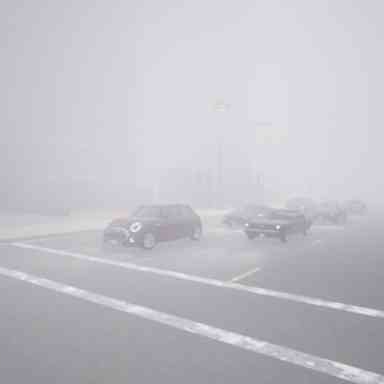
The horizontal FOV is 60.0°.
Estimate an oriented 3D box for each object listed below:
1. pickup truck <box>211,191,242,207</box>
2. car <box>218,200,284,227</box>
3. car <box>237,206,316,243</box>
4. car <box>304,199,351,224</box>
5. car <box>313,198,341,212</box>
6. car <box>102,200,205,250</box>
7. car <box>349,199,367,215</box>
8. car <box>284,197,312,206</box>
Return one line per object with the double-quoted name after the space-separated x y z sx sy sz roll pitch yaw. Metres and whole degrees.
3.548 0.885 43.871 6.274 2.098 2.390 0 0 -24 "pickup truck"
3.967 1.475 21.843 2.033 1.411 5.357 1 0 35 "car"
4.260 1.555 16.174 1.895 1.301 4.718 1 0 35 "car"
9.993 1.479 24.308 1.812 1.442 4.674 1 0 35 "car"
15.580 1.488 38.288 1.994 1.385 4.181 1 0 35 "car"
-1.551 1.280 14.143 2.097 1.767 4.553 1 0 37 "car"
15.938 1.456 32.744 1.837 1.490 4.892 1 0 36 "car"
9.690 1.278 29.966 2.097 1.767 4.553 1 0 35 "car"
